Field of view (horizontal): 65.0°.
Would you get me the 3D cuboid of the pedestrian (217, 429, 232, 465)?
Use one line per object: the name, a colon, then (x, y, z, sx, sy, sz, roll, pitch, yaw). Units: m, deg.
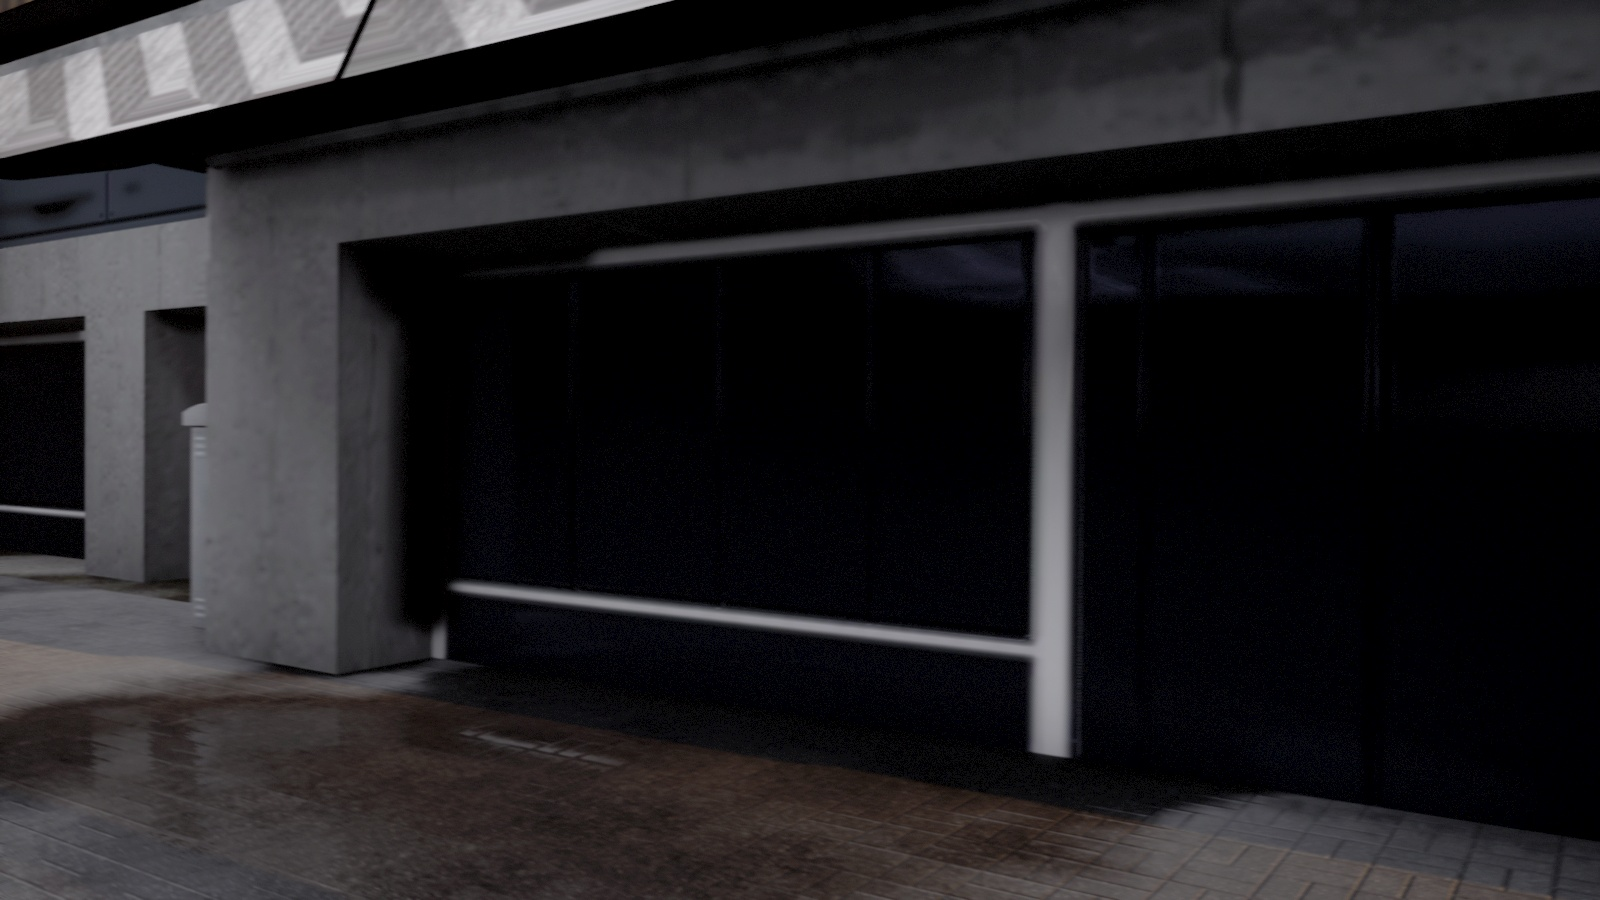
pedestrian: (-29.654, -0.176, 64.748, 0.345, 1.836, 0.594, 0, 1, 34)
